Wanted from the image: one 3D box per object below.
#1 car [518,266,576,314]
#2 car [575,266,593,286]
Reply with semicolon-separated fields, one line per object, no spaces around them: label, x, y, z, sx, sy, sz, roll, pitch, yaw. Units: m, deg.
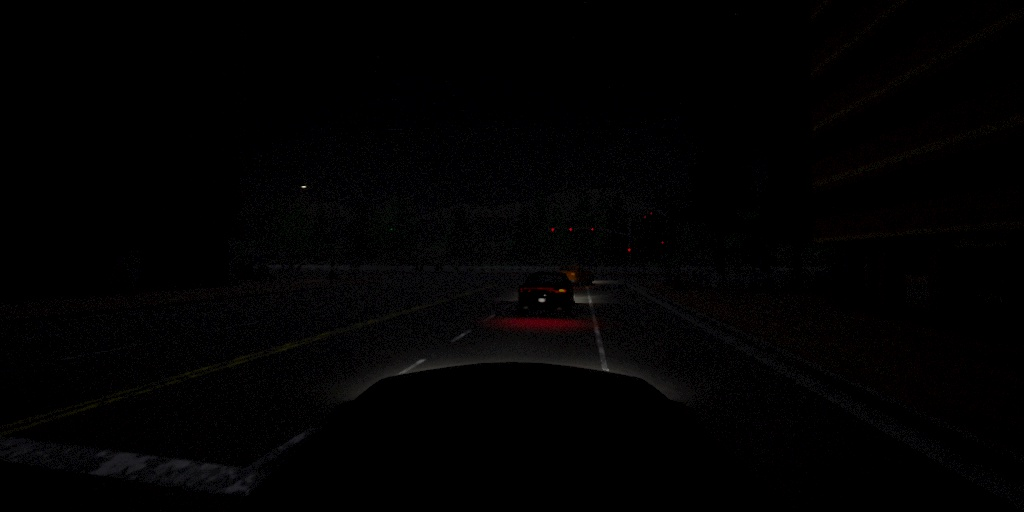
car;1.507;1.371;14.687;1.882;1.535;5.008;0;0;11
car;5.055;1.530;29.096;1.882;1.535;5.008;-1;-1;29
